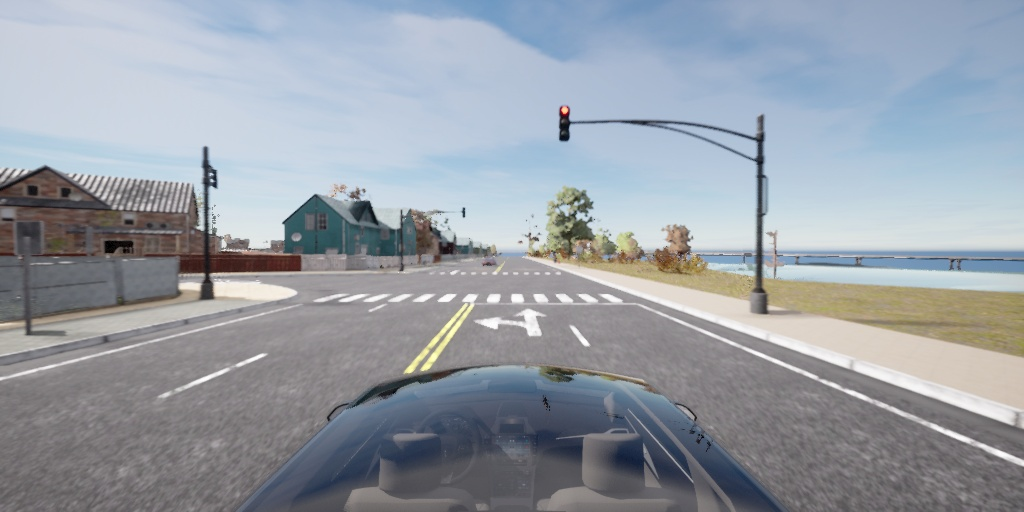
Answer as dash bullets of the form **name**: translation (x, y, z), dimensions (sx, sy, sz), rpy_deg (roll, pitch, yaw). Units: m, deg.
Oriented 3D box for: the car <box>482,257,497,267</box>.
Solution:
- **car**: translation (-3.250, 0.833, 52.021), dimensions (1.994, 1.385, 4.181), rpy_deg (0, 1, 0)
